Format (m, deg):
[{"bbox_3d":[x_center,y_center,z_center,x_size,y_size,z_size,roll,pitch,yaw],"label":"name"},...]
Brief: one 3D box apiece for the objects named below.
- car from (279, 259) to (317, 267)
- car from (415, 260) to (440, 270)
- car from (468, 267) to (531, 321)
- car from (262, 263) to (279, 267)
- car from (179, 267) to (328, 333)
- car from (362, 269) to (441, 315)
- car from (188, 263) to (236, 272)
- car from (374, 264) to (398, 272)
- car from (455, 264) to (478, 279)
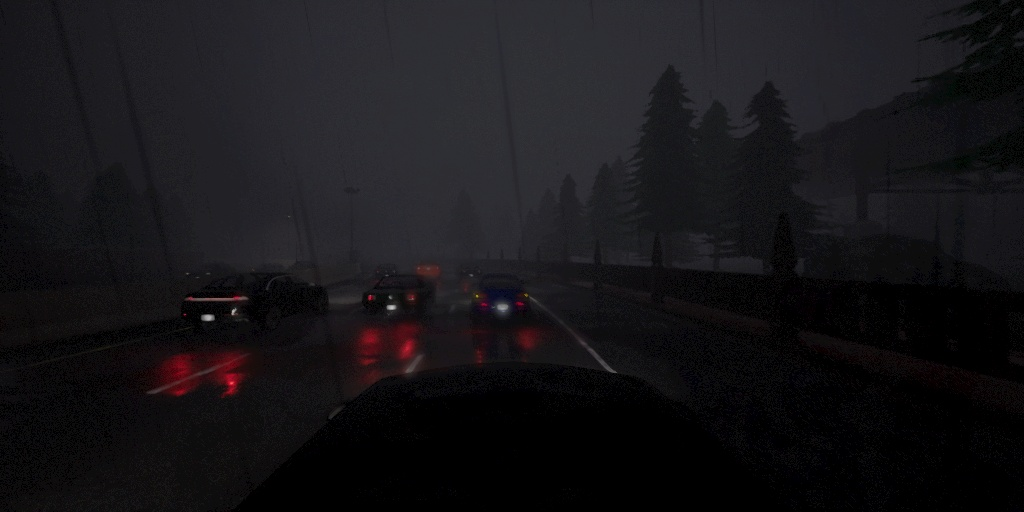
[{"bbox_3d":[-18.754,1.244,32.281,2.128,1.511,4.902,0,0,-18],"label":"car"},{"bbox_3d":[-7.579,1.101,32.091,2.097,1.767,4.553,0,0,-15],"label":"car"},{"bbox_3d":[-0.457,1.275,12.393,1.812,1.442,4.674,0,0,-5],"label":"car"},{"bbox_3d":[-23.019,1.353,34.127,1.895,1.301,4.718,0,0,-20],"label":"car"},{"bbox_3d":[-7.328,1.242,10.843,2.128,1.511,4.902,0,0,-4],"label":"car"},{"bbox_3d":[-4.027,1.351,13.630,1.895,1.301,4.718,0,0,-5],"label":"car"},{"bbox_3d":[-25.534,1.300,30.728,2.033,1.411,5.357,0,0,-18],"label":"car"},{"bbox_3d":[-11.215,1.351,32.285,1.895,1.301,4.718,0,0,-16],"label":"car"},{"bbox_3d":[-3.999,1.350,32.438,1.895,1.301,4.718,0,0,-15],"label":"car"}]
